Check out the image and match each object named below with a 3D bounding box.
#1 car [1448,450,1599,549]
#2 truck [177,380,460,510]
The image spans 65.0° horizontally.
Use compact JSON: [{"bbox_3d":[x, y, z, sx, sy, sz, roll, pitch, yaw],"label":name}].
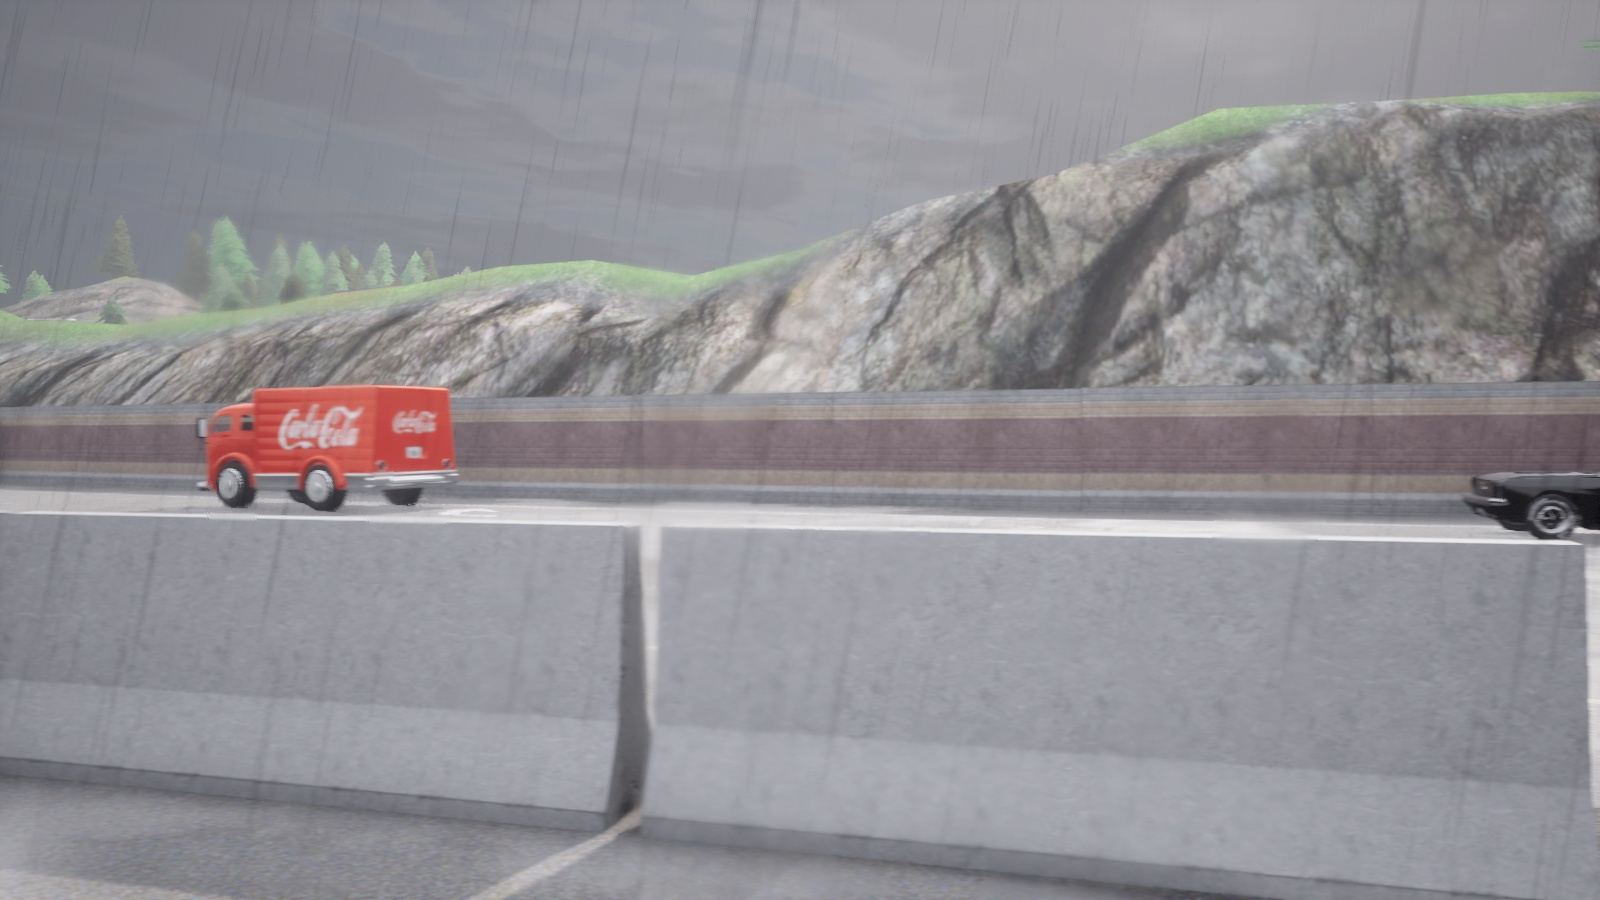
[{"bbox_3d":[11.976,0.689,17.739,4.718,1.301,1.895,0,1,16],"label":"car"},{"bbox_3d":[-10.032,-0.123,26.173,5.204,2.467,2.627,0,1,26],"label":"truck"}]
